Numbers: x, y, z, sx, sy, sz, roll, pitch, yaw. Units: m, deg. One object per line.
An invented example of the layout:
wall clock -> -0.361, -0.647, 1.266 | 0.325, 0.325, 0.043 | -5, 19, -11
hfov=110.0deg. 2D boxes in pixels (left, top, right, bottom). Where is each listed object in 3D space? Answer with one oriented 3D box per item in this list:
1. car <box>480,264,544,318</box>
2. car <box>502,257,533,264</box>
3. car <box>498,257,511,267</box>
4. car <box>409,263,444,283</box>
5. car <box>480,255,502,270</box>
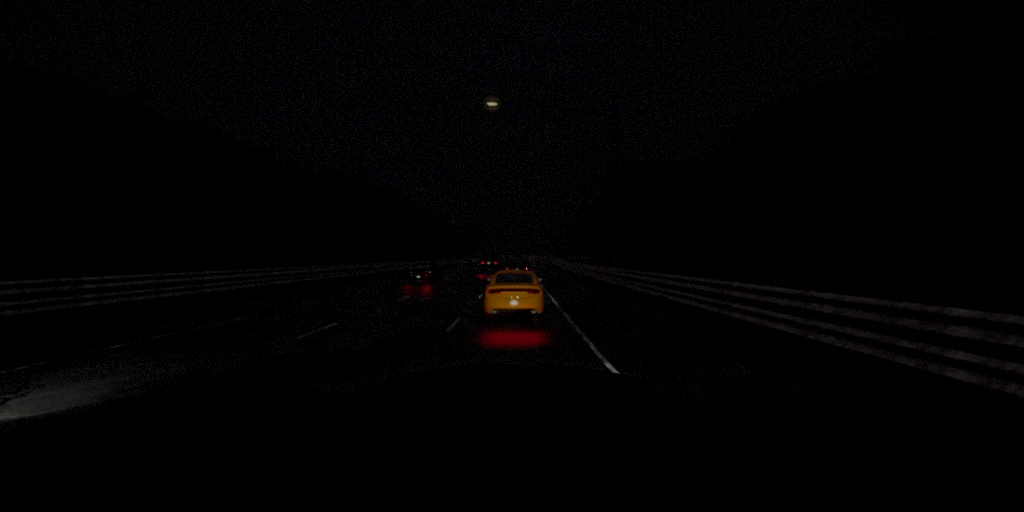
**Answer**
car -> 0.090, 1.232, 13.053 | 1.882, 1.535, 5.008 | 0, 0, 1
car -> 0.481, 1.101, 30.961 | 2.097, 1.767, 4.553 | 0, 0, 2
car -> -1.312, 1.055, 64.639 | 2.097, 1.767, 4.553 | 0, 0, 4
car -> -6.528, 1.271, 27.627 | 1.812, 1.442, 4.674 | 0, 0, 2
car -> -2.500, 0.953, 43.343 | 2.150, 2.045, 5.566 | 0, 0, 3
